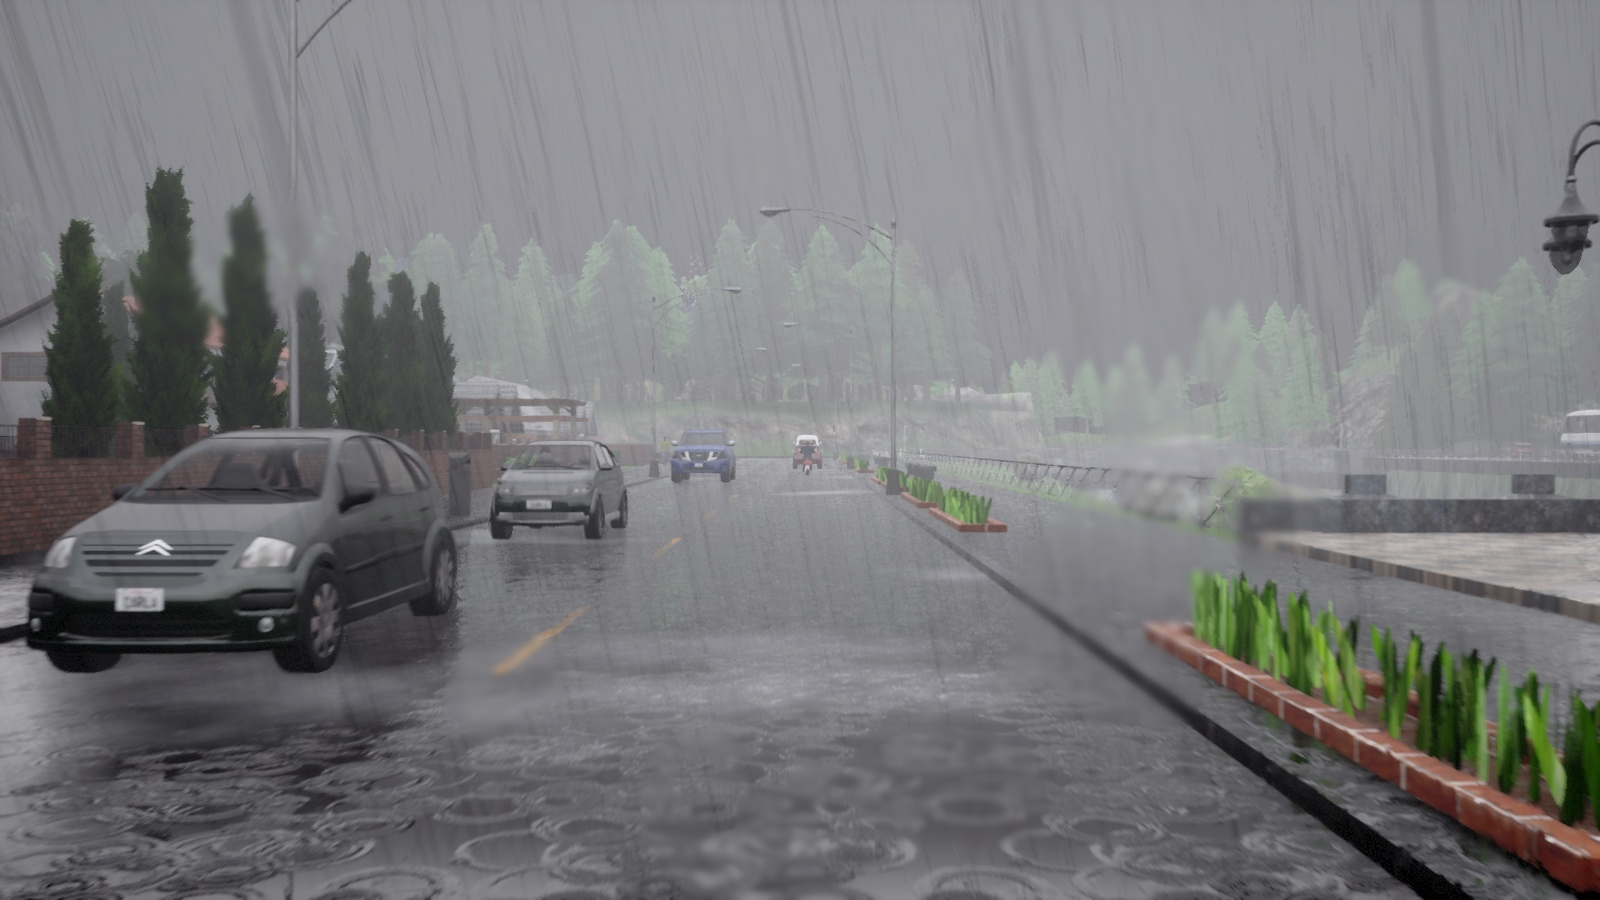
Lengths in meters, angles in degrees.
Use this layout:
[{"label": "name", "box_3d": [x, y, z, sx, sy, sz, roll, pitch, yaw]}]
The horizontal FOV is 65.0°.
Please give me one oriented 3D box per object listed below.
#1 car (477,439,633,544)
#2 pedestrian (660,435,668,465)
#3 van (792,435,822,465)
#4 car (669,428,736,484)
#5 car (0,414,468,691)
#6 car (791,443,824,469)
[{"label": "car", "box_3d": [-3.868, 0.607, 20.387, 1.789, 1.549, 3.705, 0, 0, 0]}, {"label": "pedestrian", "box_3d": [-8.337, 0.014, 77.235, 0.354, 1.836, 0.706, 0, 0, 6]}, {"label": "van", "box_3d": [0.527, -0.030, 88.858, 2.069, 2.038, 4.480, 0, 0, 0]}, {"label": "car", "box_3d": [-3.705, 0.188, 48.675, 2.150, 2.045, 5.566, 0, 0, 0]}, {"label": "car", "box_3d": [-3.931, 0.589, 9.338, 1.851, 1.617, 3.988, 0, 0, 0]}, {"label": "car", "box_3d": [0.437, 0.348, 73.291, 1.845, 1.501, 3.633, 0, 0, 0]}]
